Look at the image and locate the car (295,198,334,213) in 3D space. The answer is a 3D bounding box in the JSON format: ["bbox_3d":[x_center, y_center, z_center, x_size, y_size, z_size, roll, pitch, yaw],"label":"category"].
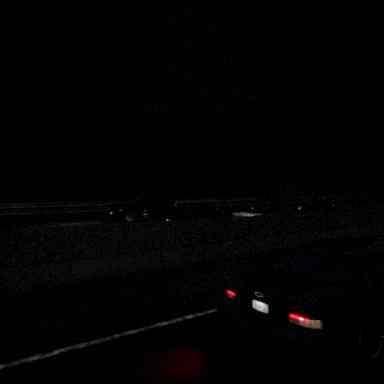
[{"bbox_3d":[12.626,1.347,34.246,4.902,1.511,2.128,-1,0,-35],"label":"car"}]

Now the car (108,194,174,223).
[{"bbox_3d":[-3.750,1.202,26.146,5.566,2.045,2.150,0,0,-38],"label":"car"}]

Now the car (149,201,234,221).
[{"bbox_3d":[0.250,1.525,21.287,5.357,1.411,2.033,0,0,-35],"label":"car"}]

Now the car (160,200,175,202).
[{"bbox_3d":[0.059,1.534,25.308,4.181,1.385,1.994,0,0,-35],"label":"car"}]

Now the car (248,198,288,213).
[{"bbox_3d":[8.067,1.391,35.201,4.892,1.490,1.837,-1,1,-36],"label":"car"}]

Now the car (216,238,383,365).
[{"bbox_3d":[2.944,1.544,5.818,5.357,1.411,2.033,0,0,-35],"label":"car"}]
